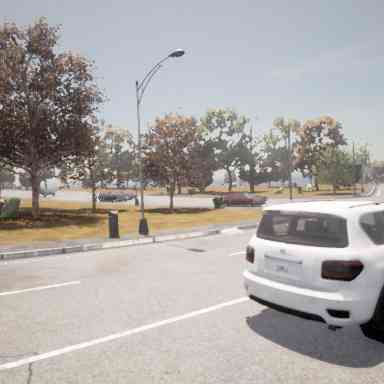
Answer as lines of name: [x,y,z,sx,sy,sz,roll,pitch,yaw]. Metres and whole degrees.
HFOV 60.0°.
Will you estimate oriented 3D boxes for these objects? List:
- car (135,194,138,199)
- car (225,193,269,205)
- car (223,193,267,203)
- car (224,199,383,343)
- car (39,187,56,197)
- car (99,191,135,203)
car: [-10.102,0.530,50.111,4.181,1.385,1.994,2,4,33]
car: [6.502,0.774,39.373,4.718,1.301,1.895,0,2,33]
car: [5.514,0.858,35.787,4.674,1.442,1.812,0,2,35]
car: [3.433,1.181,6.654,5.566,2.045,2.150,-1,0,-39]
car: [-24.713,-0.011,55.462,4.674,1.442,1.812,2,4,33]
car: [-10.836,0.658,46.417,4.902,1.511,2.128,2,4,33]
